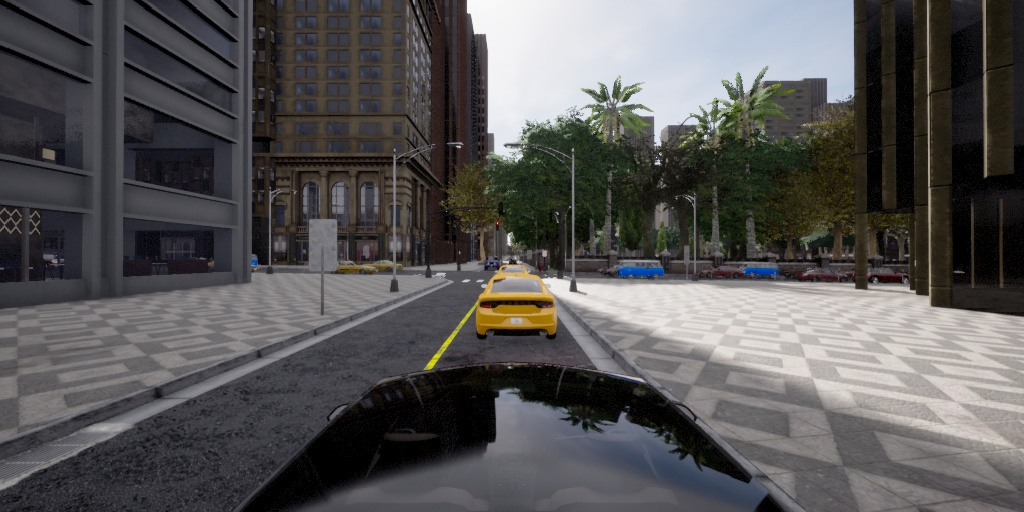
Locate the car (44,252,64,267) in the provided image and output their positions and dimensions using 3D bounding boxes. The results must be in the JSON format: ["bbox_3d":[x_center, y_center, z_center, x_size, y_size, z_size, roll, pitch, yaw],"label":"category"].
[{"bbox_3d":[-43.496,0.509,33.511,4.097,1.591,1.967,0,0,0],"label":"car"}]

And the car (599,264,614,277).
[{"bbox_3d":[12.644,1.567,39.025,5.357,1.411,2.033,1,0,0],"label":"car"}]

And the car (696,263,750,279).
[{"bbox_3d":[22.603,1.709,38.963,4.674,1.442,1.812,1,0,0],"label":"car"}]

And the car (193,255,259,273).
[{"bbox_3d":[-26.314,0.868,33.404,4.829,1.417,1.751,0,0,0],"label":"car"}]

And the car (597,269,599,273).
[{"bbox_3d":[11.985,1.605,41.690,4.207,1.307,1.802,0,0,0],"label":"car"}]

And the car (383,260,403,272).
[{"bbox_3d":[-15.270,1.102,41.860,4.829,1.417,1.751,0,0,0],"label":"car"}]

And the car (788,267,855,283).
[{"bbox_3d":[28.513,1.830,33.061,4.207,1.307,1.802,0,0,0],"label":"car"}]

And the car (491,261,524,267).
[{"bbox_3d":[0.043,1.235,20.177,1.882,1.535,5.008,0,0,0],"label":"car"}]

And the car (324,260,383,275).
[{"bbox_3d":[-14.974,1.053,33.333,4.829,1.417,1.751,0,0,0],"label":"car"}]

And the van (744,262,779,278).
[{"bbox_3d":[28.555,1.637,41.587,3.998,1.789,1.690,0,0,0],"label":"van"}]

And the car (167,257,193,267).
[{"bbox_3d":[-37.780,0.775,42.001,4.313,1.339,1.948,0,0,0],"label":"car"}]

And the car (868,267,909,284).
[{"bbox_3d":[34.037,1.778,33.027,4.097,1.591,1.967,0,0,0],"label":"car"}]

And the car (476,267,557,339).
[{"bbox_3d":[0.112,1.230,10.116,1.882,1.535,5.008,0,0,0],"label":"car"}]

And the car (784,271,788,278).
[{"bbox_3d":[33.047,1.903,38.889,5.357,1.411,2.033,1,0,1],"label":"car"}]

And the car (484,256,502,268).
[{"bbox_3d":[-2.973,1.036,54.571,2.150,2.045,5.566,0,0,0],"label":"car"}]

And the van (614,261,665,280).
[{"bbox_3d":[11.943,1.315,33.165,3.998,1.789,1.690,0,0,0],"label":"van"}]
